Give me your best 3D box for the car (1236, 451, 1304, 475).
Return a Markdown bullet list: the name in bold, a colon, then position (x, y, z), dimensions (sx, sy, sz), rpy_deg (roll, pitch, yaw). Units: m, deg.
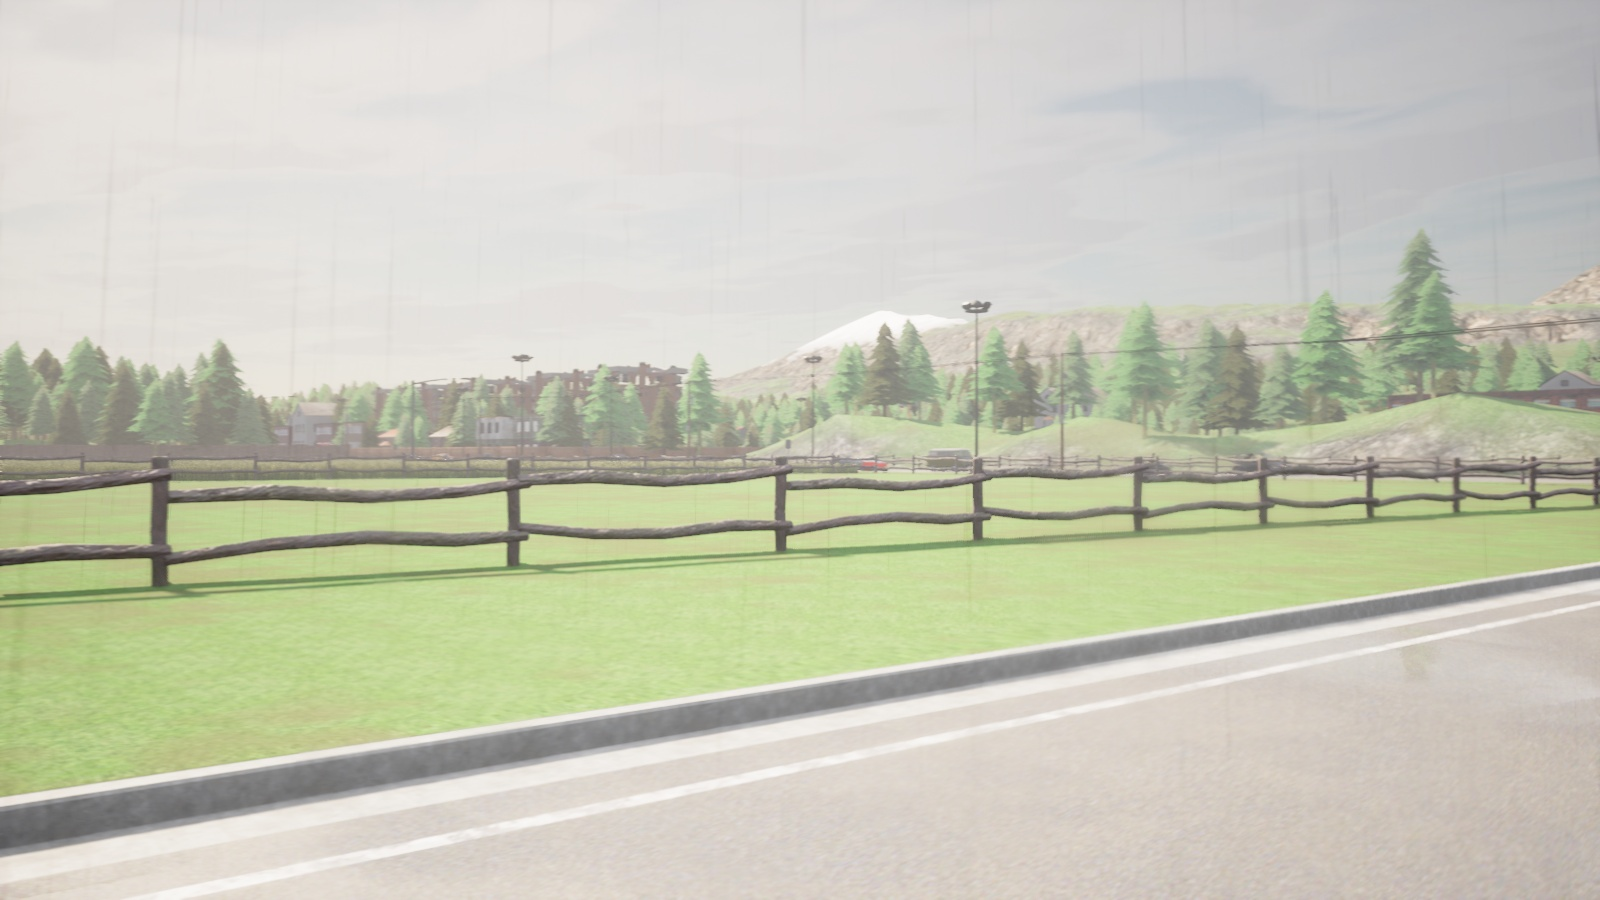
- **car**: position (32.378, 0.853, 86.652), dimensions (1.851, 1.617, 3.988), rpy_deg (0, 0, -40)
